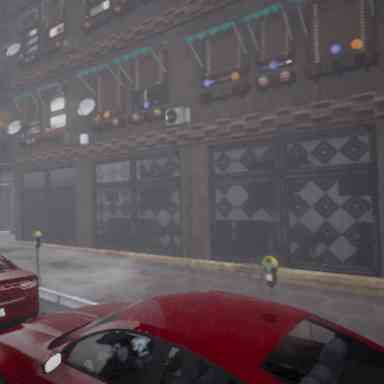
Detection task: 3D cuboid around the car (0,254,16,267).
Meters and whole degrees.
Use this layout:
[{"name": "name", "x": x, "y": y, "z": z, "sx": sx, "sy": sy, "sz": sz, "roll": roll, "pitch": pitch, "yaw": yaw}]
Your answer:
[{"name": "car", "x": -4.561, "y": 1.606, "z": 5.997, "sx": 4.507, "sy": 1.381, "sz": 1.887, "roll": -1, "pitch": -2, "yaw": 36}]

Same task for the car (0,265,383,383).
[{"name": "car", "x": -0.060, "y": 1.558, "z": 2.786, "sx": 4.507, "sy": 1.381, "sz": 1.887, "roll": -1, "pitch": -2, "yaw": 36}]
